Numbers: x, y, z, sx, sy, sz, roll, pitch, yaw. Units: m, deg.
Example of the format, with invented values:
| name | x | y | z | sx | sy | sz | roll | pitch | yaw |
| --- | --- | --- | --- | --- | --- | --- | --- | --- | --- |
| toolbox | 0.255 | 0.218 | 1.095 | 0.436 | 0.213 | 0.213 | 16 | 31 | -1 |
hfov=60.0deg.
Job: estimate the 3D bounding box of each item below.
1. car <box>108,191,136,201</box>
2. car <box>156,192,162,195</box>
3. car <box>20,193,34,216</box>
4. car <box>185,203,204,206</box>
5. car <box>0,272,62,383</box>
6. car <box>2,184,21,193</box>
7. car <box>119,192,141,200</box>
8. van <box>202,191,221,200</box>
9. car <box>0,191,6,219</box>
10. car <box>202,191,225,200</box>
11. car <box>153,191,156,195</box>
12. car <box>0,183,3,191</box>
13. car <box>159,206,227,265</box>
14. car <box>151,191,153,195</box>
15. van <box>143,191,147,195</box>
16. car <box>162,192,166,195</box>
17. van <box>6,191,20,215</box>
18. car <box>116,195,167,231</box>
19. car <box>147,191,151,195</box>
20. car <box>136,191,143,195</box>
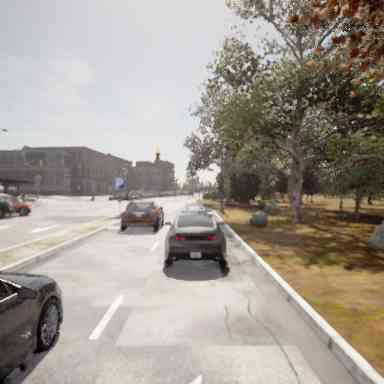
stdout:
| name | x | y | z | sx | sy | sz | roll | pitch | yaw |
| --- | --- | --- | --- | --- | --- | --- | --- | --- | --- |
| car | -14.450 | 1.031 | 67.317 | 4.792 | 1.488 | 2.163 | -1 | 0 | -15 |
| car | -11.461 | 0.914 | 91.251 | 4.674 | 1.452 | 2.002 | -1 | 0 | -12 |
| car | -16.629 | 1.260 | 29.511 | 4.553 | 1.767 | 2.185 | -1 | 0 | -19 |
| car | 0.155 | 1.464 | 22.140 | 2.033 | 1.411 | 5.357 | 0 | 0 | 1 |
| car | -2.899 | 1.490 | 3.207 | 1.837 | 1.490 | 4.892 | 0 | 1 | 0 |
| car | -31.170 | -0.146 | 58.177 | 2.002 | 1.452 | 4.674 | 6 | -2 | -19 |
| car | -13.712 | 0.840 | 73.260 | 4.553 | 1.767 | 2.185 | -1 | 0 | -14 |
| van | 4.277 | 0.703 | 69.912 | 4.442 | 1.987 | 1.878 | 1 | 1 | -14 |
| car | -16.720 | 1.153 | 23.496 | 5.566 | 2.045 | 2.435 | -1 | 0 | -20 |
| car | 4.660 | 0.787 | 72.882 | 4.553 | 1.767 | 2.185 | 0 | 0 | -14 |
| car | -12.276 | 0.945 | 85.269 | 4.674 | 1.452 | 2.002 | -1 | 0 | -13 |
| car | -34.164 | -0.709 | 58.235 | 2.435 | 2.045 | 5.566 | 6 | -2 | -19 |
| car | 0.106 | 1.457 | 11.476 | 1.837 | 1.490 | 4.892 | 0 | 0 | 0 |
| car | -12.647 | 0.960 | 82.267 | 4.674 | 1.452 | 2.002 | -1 | 0 | -13 |
| van | -13.247 | 0.722 | 76.300 | 4.442 | 1.987 | 1.878 | -1 | 0 | -14 |
| car | -11.011 | 0.607 | 94.256 | 5.566 | 2.045 | 2.435 | -1 | 0 | -12 |
| van | -16.604 | 1.168 | 26.533 | 4.442 | 1.987 | 1.878 | -1 | 0 | -19 |
| car | -2.859 | 1.275 | 20.097 | 2.097 | 1.767 | 4.553 | 0 | 0 | 0 |
| car | -13.020 | 0.936 | 79.272 | 4.892 | 1.521 | 2.231 | -1 | 0 | -14 |
| car | -13.806 | 0.974 | 70.309 | 5.366 | 1.575 | 1.946 | -1 | 0 | -15 |
